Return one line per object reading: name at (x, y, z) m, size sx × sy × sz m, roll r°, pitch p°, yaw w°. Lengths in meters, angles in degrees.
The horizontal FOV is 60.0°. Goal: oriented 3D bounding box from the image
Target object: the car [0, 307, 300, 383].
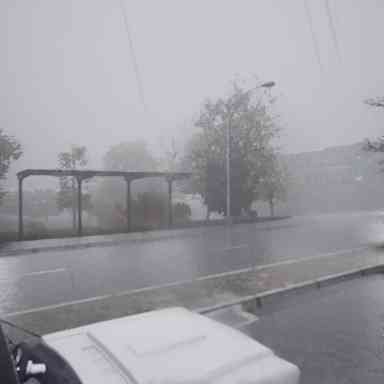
car at (-1.373, 1.601, 2.154) m, size 4.718 × 1.301 × 1.895 m, roll 0°, pitch 0°, yaw -35°
